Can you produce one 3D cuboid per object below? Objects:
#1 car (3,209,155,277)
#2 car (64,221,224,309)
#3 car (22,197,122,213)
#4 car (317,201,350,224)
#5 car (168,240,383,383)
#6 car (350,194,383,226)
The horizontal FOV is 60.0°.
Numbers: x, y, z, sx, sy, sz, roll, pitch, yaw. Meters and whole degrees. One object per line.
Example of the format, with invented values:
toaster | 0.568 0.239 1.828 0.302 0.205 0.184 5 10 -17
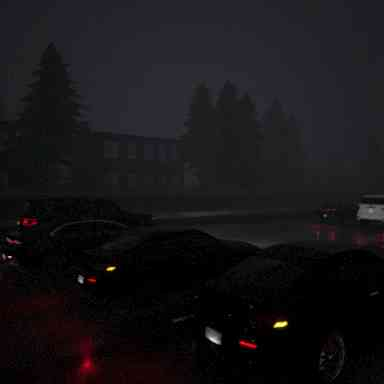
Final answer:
car | -2.981 1.486 10.218 4.902 1.511 2.128 0 0 -35
car | -0.301 1.518 7.829 4.674 1.442 1.812 0 0 -36
car | -4.132 1.214 13.696 5.566 2.045 2.150 0 0 -35
car | 11.324 1.447 24.716 4.902 1.511 2.128 0 0 -35
car | 2.123 1.517 5.260 4.674 1.442 1.812 0 0 -36
car | 12.964 1.177 21.587 5.566 2.045 2.150 0 0 -35
